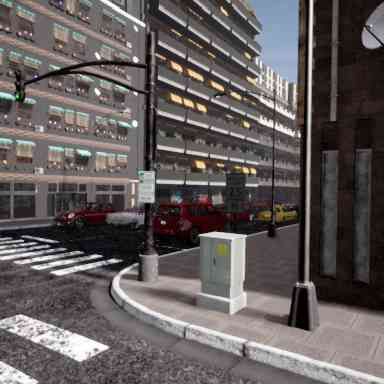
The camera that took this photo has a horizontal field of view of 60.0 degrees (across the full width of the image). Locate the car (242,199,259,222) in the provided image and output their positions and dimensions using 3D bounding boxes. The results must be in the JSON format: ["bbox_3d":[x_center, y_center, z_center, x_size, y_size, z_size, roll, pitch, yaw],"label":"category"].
[{"bbox_3d":[2.894,1.549,24.792,1.882,1.535,5.008,1,0,36],"label":"car"}]

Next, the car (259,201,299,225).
[{"bbox_3d":[6.689,1.647,25.480,1.752,1.417,4.829,1,1,36],"label":"car"}]

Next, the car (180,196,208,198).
[{"bbox_3d":[-0.227,1.281,30.208,2.192,1.841,5.009,1,1,36],"label":"car"}]

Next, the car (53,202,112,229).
[{"bbox_3d":[-6.673,1.383,21.185,1.967,1.590,4.097,1,1,36],"label":"car"}]

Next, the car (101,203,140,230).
[{"bbox_3d":[-3.238,1.597,21.542,1.895,1.301,4.718,1,1,36],"label":"car"}]

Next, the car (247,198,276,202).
[{"bbox_3d":[8.488,1.517,37.937,1.882,1.535,5.008,1,1,36],"label":"car"}]

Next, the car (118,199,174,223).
[{"bbox_3d":[-3.451,1.395,25.697,1.967,1.590,4.097,1,1,36],"label":"car"}]

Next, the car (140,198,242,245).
[{"bbox_3d":[0.147,1.413,16.313,2.192,1.841,5.009,1,1,36],"label":"car"}]

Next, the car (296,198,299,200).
[{"bbox_3d":[19.098,1.605,57.278,1.887,1.381,4.507,1,0,36],"label":"car"}]
